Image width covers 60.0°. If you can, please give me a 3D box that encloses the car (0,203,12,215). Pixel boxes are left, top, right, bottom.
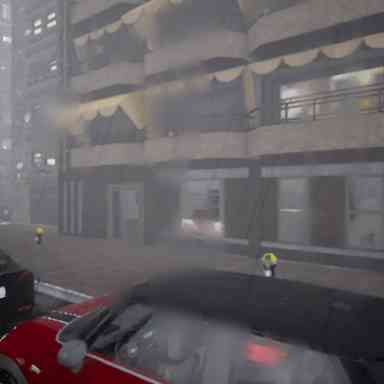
[{"bbox_3d":[-20.990,1.953,39.479,1.887,1.381,4.507,-1,-2,35],"label":"car"}]

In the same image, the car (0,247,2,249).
[{"bbox_3d":[-4.645,1.570,6.186,4.313,1.339,1.947,0,0,35],"label":"car"}]

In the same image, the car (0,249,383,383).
[{"bbox_3d":[-0.061,1.441,2.916,4.097,1.590,1.967,0,0,35],"label":"car"}]
